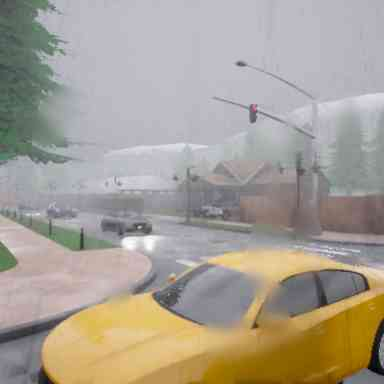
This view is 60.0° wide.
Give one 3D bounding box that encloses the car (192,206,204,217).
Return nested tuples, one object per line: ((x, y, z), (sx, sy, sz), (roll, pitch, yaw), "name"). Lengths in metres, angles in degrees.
((2.064, 1.685, 33.759), (3.866, 1.878, 1.905), (1, -1, -35), "car")

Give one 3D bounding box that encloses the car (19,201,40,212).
((-23.461, 2.018, 47.928), (2.128, 1.511, 4.902), (1, -1, -41), "car")

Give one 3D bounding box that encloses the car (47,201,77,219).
((-13.330, 1.777, 33.990), (2.097, 1.767, 4.553), (1, -1, -35), "car")

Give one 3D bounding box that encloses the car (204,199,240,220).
((3.811, 1.666, 31.909), (4.605, 1.855, 1.932), (1, -1, -35), "car")

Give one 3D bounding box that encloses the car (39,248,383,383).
((0.804, 1.548, 4.210), (5.008, 1.535, 1.882), (1, -1, -33), "car")

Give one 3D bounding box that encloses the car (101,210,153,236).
((-4.078, 1.839, 20.525), (1.994, 1.385, 4.181), (1, -1, -34), "car")
